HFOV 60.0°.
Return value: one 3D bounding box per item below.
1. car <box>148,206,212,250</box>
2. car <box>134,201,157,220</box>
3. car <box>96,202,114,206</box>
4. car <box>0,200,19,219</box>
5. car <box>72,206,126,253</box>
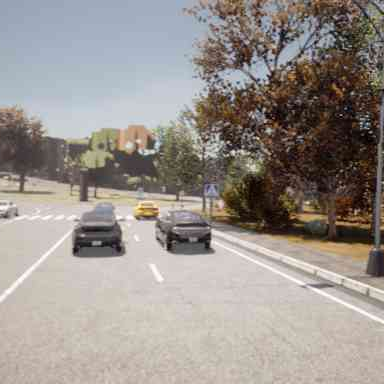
[{"bbox_3d":[-0.517,1.588,14.886,2.128,1.511,4.902,1,0,-14],"label":"car"},{"bbox_3d":[-4.119,1.575,29.638,1.882,1.535,5.008,1,0,-13],"label":"car"},{"bbox_3d":[-7.408,1.592,28.320,2.033,1.411,5.357,1,0,-14],"label":"car"},{"bbox_3d":[-16.139,1.430,28.213,1.812,1.442,4.674,1,0,-14],"label":"car"},{"bbox_3d":[-3.915,1.549,14.048,1.837,1.490,4.892,1,0,-14],"label":"car"}]
